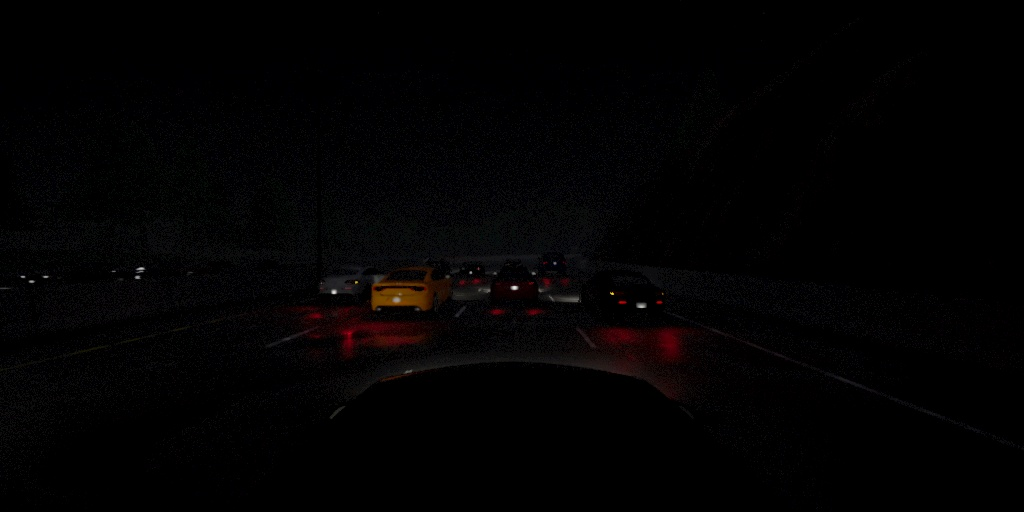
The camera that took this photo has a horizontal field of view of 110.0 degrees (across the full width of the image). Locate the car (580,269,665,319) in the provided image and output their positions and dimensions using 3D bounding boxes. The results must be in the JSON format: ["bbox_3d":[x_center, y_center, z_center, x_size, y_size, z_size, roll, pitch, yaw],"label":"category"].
[{"bbox_3d":[3.599,1.178,12.263,1.812,1.442,4.674,0,1,0],"label":"car"}]

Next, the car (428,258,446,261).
[{"bbox_3d":[-6.900,0.949,33.387,2.128,1.511,4.902,0,1,0],"label":"car"}]

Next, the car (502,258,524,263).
[{"bbox_3d":[0.101,0.949,33.384,2.128,1.511,4.902,0,1,0],"label":"car"}]

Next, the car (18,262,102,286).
[{"bbox_3d":[-28.101,1.094,23.625,2.033,1.411,5.357,0,1,0],"label":"car"}]

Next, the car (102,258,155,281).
[{"bbox_3d":[-24.593,0.888,24.828,2.097,1.767,4.553,0,1,0],"label":"car"}]

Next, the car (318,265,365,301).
[{"bbox_3d":[-6.901,1.142,16.214,1.812,1.442,4.674,0,1,0],"label":"car"}]

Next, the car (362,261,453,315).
[{"bbox_3d":[-3.400,1.123,13.041,1.882,1.535,5.008,0,1,0],"label":"car"}]

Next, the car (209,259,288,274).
[{"bbox_3d":[-17.597,1.016,24.595,1.882,1.535,5.008,0,1,0],"label":"car"}]

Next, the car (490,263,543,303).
[{"bbox_3d":[0.099,1.183,15.899,1.994,1.385,4.181,0,1,0],"label":"car"}]

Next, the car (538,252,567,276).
[{"bbox_3d":[3.598,0.686,32.647,2.150,2.045,5.566,0,1,0],"label":"car"}]

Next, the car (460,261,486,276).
[{"bbox_3d":[-3.402,1.072,31.878,1.895,1.301,4.718,0,1,0],"label":"car"}]

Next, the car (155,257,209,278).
[{"bbox_3d":[-21.096,1.014,24.781,1.882,1.535,5.008,0,0,0],"label":"car"}]
